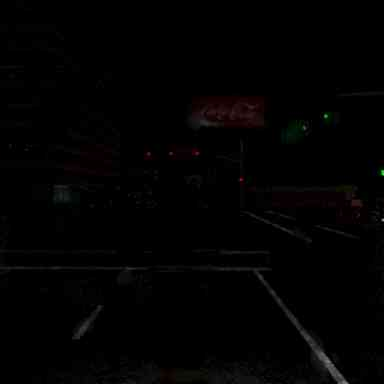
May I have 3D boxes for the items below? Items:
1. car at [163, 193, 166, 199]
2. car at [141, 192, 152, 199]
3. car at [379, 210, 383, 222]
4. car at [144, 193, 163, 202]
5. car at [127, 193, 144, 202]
[{"bbox_3d":[-6.996,0.982,76.487,1.895,1.301,4.718,0,0,0],"label":"car"},{"bbox_3d":[-10.496,0.864,76.515,1.882,1.535,5.008,0,0,0],"label":"car"},{"bbox_3d":[13.439,1.389,19.364,4.674,1.442,1.812,0,0,0],"label":"car"},{"bbox_3d":[-7.022,1.123,60.606,1.895,1.301,4.718,0,0,1],"label":"car"},{"bbox_3d":[-10.526,1.048,60.636,1.812,1.442,4.674,0,0,1],"label":"car"}]
